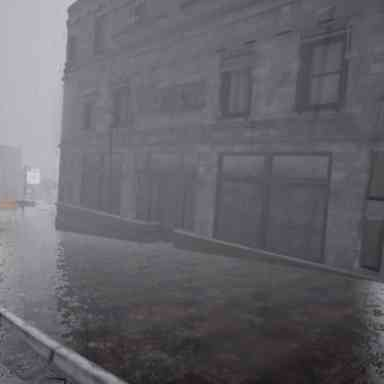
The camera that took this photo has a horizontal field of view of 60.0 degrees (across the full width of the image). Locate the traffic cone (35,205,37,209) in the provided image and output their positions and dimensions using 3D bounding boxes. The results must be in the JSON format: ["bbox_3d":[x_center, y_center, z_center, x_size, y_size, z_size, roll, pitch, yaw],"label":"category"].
[{"bbox_3d":[-22.895,2.247,48.898,0.340,0.580,0.340,4,-1,-4],"label":"traffic cone"}]

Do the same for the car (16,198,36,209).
[{"bbox_3d":[-24.980,1.635,49.470,1.882,1.535,5.008,4,-1,-4],"label":"car"}]

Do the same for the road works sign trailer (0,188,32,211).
[{"bbox_3d":[-21.661,1.049,40.411,3.560,2.880,2.380,3,-1,31],"label":"road works sign trailer"}]
